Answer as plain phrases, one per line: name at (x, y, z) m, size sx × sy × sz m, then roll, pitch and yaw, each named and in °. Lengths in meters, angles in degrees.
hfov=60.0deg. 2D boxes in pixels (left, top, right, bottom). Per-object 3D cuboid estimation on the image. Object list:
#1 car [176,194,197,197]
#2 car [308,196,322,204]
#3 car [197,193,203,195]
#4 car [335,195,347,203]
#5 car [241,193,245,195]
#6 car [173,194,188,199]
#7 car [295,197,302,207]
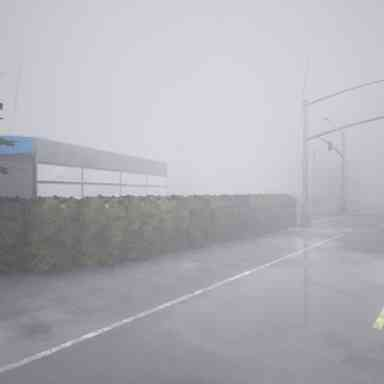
car at (-1.695, 1.298, 66.086) m, size 2.007 × 1.523 × 4.514 m, roll 0°, pitch 0°, yaw 38°
car at (22.344, 1.384, 61.045) m, size 1.970 × 1.475 × 3.806 m, roll 0°, pitch 0°, yaw 38°
car at (2.215, 1.153, 86.060) m, size 2.152 × 1.636 × 5.027 m, roll 0°, pitch 0°, yaw 38°
car at (29.283, 1.373, 65.019) m, size 1.845 × 1.501 × 3.633 m, roll 0°, pitch 0°, yaw 38°
car at (12.253, 1.077, 78.127) m, size 1.905 × 1.878 × 3.866 m, roll 0°, pitch 0°, yaw 38°
car at (-3.021, 1.232, 89.786) m, size 1.970 × 1.475 × 3.806 m, roll 0°, pitch 0°, yaw 38°
car at (13.149, 1.339, 44.587) m, size 2.007 × 1.523 × 4.514 m, roll 0°, pitch 0°, yaw 38°
